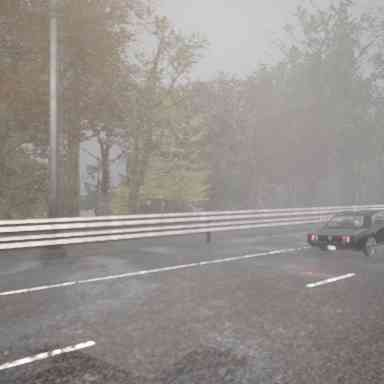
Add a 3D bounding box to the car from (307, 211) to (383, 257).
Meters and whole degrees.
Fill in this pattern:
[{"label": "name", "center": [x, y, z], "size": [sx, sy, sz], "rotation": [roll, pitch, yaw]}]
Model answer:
[{"label": "car", "center": [6.564, 1.376, 12.668], "size": [4.718, 1.301, 1.895], "rotation": [-8, 0, -35]}]
